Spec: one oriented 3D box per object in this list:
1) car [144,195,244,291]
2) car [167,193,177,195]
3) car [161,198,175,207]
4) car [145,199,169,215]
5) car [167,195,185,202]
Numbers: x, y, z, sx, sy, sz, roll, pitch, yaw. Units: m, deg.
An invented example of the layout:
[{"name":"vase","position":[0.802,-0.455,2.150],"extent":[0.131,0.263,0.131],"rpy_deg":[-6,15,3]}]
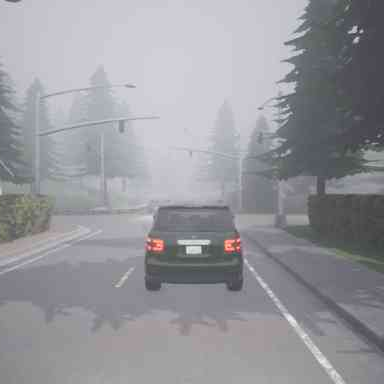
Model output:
[{"name":"car","position":[0.052,1.221,9.156],"extent":[2.150,2.045,5.566],"rpy_deg":[0,0,0]},{"name":"car","position":[-3.833,1.223,65.882],"extent":[2.150,2.045,5.566],"rpy_deg":[0,0,-11]},{"name":"car","position":[-3.656,1.601,51.816],"extent":[1.895,1.301,4.718],"rpy_deg":[0,0,0]},{"name":"car","position":[-3.587,1.487,34.694],"extent":[2.128,1.511,4.902],"rpy_deg":[0,0,-2]},{"name":"car","position":[-3.628,1.524,74.105],"extent":[1.812,1.442,4.674],"rpy_deg":[0,0,-35]}]
